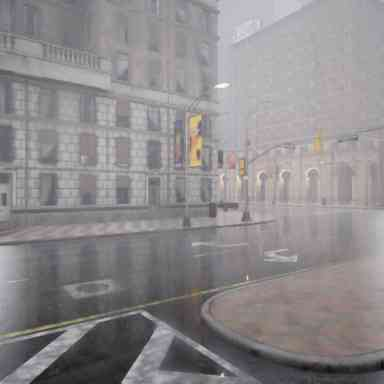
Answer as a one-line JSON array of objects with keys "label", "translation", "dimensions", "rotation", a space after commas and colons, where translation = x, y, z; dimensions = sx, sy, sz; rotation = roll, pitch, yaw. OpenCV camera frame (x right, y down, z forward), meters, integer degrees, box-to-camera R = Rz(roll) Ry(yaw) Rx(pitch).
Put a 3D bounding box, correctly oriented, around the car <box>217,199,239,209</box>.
[{"label": "car", "translation": [4.027, 1.601, 43.907], "dimensions": [1.895, 1.301, 4.718], "rotation": [0, 0, -36]}]
